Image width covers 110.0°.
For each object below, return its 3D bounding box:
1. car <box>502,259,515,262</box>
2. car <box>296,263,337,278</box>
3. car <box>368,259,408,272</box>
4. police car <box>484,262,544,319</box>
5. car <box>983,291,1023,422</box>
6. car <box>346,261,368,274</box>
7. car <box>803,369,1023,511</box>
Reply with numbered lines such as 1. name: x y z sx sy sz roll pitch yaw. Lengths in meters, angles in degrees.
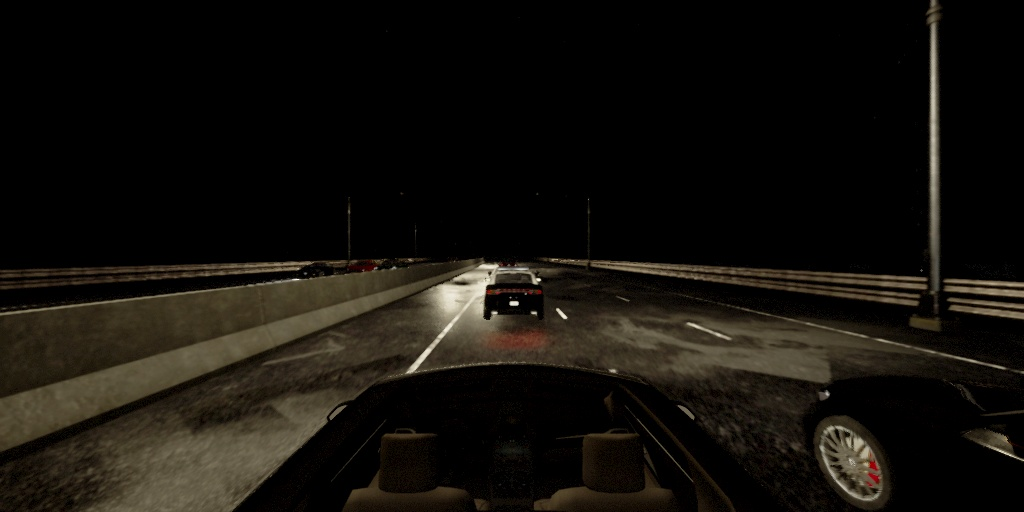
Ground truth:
1. car: -0.400 1.089 42.815 2.097 1.767 4.553 0 0 -1
2. car: -17.892 1.312 33.006 1.994 1.385 4.181 0 0 -1
3. car: -10.883 1.098 32.460 2.097 1.767 4.553 0 0 -1
4. police car: 0.052 1.175 13.014 1.930 1.638 5.238 0 0 0
5. car: 7.092 1.226 2.181 1.882 1.535 5.008 0 0 0
6. car: -14.429 1.223 35.105 1.882 1.535 5.008 0 0 -1
7. car: 3.595 1.275 1.326 1.812 1.442 4.674 0 0 0
